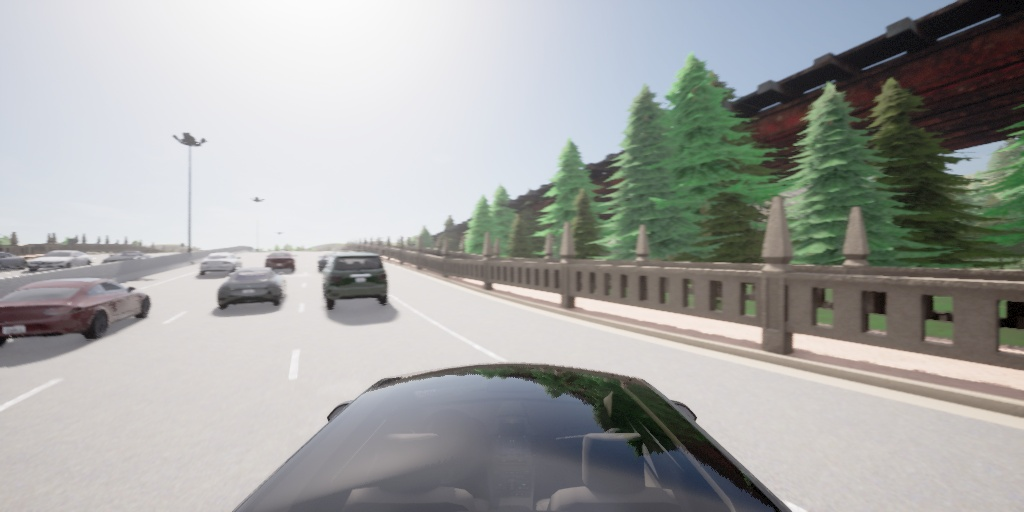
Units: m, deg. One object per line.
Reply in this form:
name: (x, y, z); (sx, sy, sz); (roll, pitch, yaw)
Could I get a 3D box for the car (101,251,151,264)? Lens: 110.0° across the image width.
car: (-30.620, 0.297, 28.662); (1.994, 1.385, 4.181); (-1, 3, -29)

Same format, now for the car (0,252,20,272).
car: (-36.692, 0.411, 25.182); (1.994, 1.385, 4.181); (-1, 3, -29)

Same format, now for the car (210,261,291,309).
car: (-10.493, 1.158, 14.705); (1.994, 1.385, 4.181); (-1, 3, -29)

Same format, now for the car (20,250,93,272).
car: (-33.627, 0.319, 26.867); (1.812, 1.442, 4.674); (-1, 3, -29)

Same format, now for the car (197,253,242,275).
car: (-20.584, 0.505, 25.474); (1.812, 1.442, 4.674); (-1, 3, -29)

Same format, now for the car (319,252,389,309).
car: (-6.605, 0.832, 14.914); (2.150, 2.045, 5.566); (-1, 3, -29)

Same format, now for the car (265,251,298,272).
car: (-18.031, 0.354, 28.075); (1.882, 1.535, 5.008); (-1, 3, -29)

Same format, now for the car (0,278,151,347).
car: (-11.655, 1.319, 9.602); (1.812, 1.442, 4.674); (-1, 2, -29)
